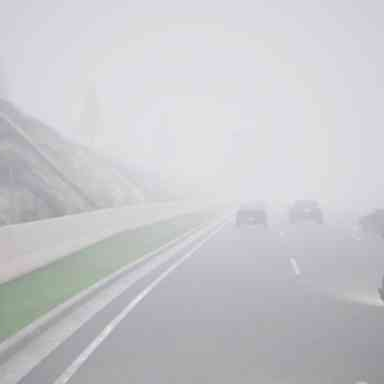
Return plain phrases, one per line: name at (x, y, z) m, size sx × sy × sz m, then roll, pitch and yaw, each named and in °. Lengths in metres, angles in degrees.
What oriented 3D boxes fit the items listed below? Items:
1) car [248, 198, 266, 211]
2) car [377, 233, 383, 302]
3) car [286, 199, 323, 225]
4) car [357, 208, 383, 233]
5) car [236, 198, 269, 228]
car at (7.903, 1.427, 40.087) m, size 1.994 × 1.385 × 4.181 m, roll 0°, pitch 0°, yaw 12°
car at (4.025, 1.555, 3.620) m, size 2.033 × 1.411 × 5.357 m, roll 0°, pitch 0°, yaw 8°
car at (8.018, 1.290, 23.973) m, size 2.097 × 1.767 × 4.553 m, roll 0°, pitch 0°, yaw 12°
car at (10.060, 1.531, 16.913) m, size 2.033 × 1.411 × 5.357 m, roll 0°, pitch 0°, yaw 12°
car at (3.938, 1.401, 21.703) m, size 1.882 × 1.535 × 5.008 m, roll 0°, pitch 0°, yaw 12°
